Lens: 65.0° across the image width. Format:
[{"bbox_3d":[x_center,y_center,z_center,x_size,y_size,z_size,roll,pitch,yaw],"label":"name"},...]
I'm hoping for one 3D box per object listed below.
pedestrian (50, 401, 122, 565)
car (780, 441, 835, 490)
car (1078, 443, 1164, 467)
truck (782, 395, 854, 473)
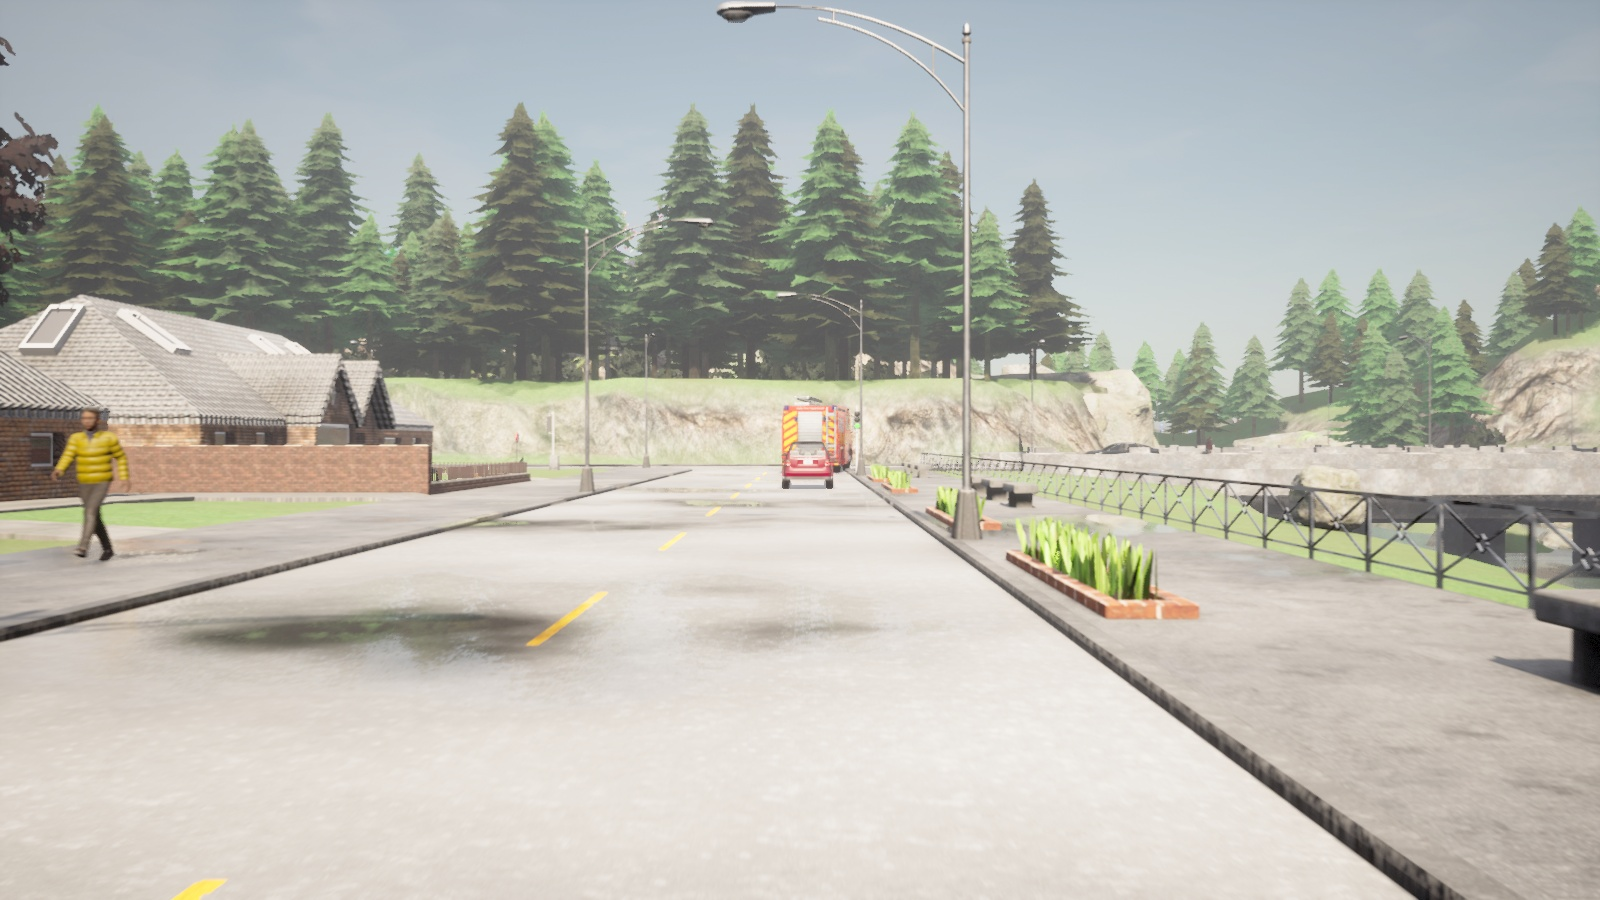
[{"bbox_3d":[-8.203,0.368,14.452,0.431,1.840,0.709,0,0,-1],"label":"pedestrian"},{"bbox_3d":[0.259,0.487,42.344,1.789,1.549,3.705,0,0,0],"label":"car"},{"bbox_3d":[20.013,0.326,78.328,4.892,1.490,1.837,0,0,0],"label":"car"},{"bbox_3d":[1.062,-0.789,66.004,2.891,3.827,8.468,0,0,7],"label":"truck"}]
